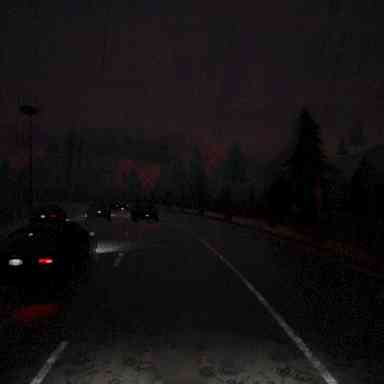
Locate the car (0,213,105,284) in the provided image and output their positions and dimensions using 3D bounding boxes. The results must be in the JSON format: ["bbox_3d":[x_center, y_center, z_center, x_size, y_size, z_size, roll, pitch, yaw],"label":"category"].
[{"bbox_3d":[-4.061,1.569,9.649,2.033,1.411,5.357,0,0,-6],"label":"car"}]

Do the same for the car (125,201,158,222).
[{"bbox_3d":[-3.954,1.543,27.091,2.128,1.511,4.902,0,0,-15],"label":"car"}]

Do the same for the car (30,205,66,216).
[{"bbox_3d":[-10.151,1.618,23.651,2.033,1.411,5.357,0,0,-15],"label":"car"}]

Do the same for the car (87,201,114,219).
[{"bbox_3d":[-8.351,1.641,29.692,1.994,1.385,4.181,0,0,-18],"label":"car"}]

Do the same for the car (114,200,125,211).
[{"bbox_3d":[-9.251,1.715,41.938,1.895,1.301,4.718,0,0,-24],"label":"car"}]
